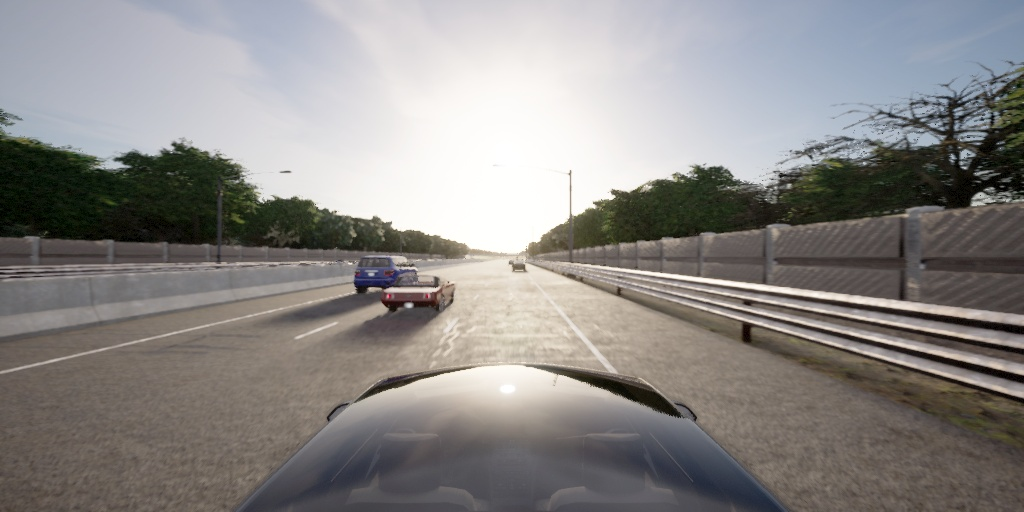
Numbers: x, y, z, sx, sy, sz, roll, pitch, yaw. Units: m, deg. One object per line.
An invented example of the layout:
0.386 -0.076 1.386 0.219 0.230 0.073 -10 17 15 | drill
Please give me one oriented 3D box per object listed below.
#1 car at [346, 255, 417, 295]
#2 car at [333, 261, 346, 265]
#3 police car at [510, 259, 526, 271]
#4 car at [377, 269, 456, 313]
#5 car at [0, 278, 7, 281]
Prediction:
-6.903 0.988 20.268 2.150 2.045 5.566 0 0 0 | car
-24.547 1.447 51.827 1.994 1.385 4.181 0 0 1 | car
1.042 1.311 51.478 1.930 1.638 5.238 0 0 0 | police car
-3.402 1.358 14.083 1.895 1.301 4.718 0 0 0 | car
-21.092 1.261 12.341 1.837 1.490 4.892 0 -1 0 | car
